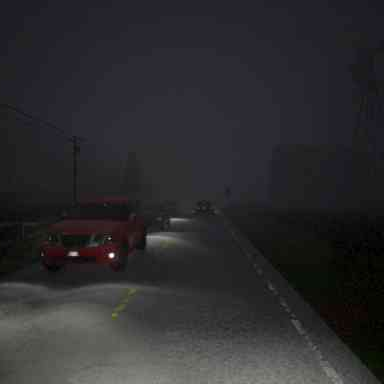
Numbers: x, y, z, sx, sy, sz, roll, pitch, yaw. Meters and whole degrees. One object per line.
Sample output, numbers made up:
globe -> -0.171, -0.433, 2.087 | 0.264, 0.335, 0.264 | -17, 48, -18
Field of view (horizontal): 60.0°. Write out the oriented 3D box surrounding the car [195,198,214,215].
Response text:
car -> 1.259, 1.547, 33.833 | 2.033, 1.411, 5.357 | 0, 0, 2

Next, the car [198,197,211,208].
car -> 1.759, 1.526, 48.120 | 1.812, 1.442, 4.674 | 0, 0, 2

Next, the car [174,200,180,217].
car -> -2.179, 1.505, 31.120 | 1.837, 1.490, 4.892 | 0, 0, 2

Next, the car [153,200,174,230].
car -> -2.509, 1.478, 21.156 | 1.882, 1.535, 5.008 | 0, 0, 3

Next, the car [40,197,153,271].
car -> -2.918, 1.221, 11.253 | 2.150, 2.045, 5.566 | 0, 0, 2
